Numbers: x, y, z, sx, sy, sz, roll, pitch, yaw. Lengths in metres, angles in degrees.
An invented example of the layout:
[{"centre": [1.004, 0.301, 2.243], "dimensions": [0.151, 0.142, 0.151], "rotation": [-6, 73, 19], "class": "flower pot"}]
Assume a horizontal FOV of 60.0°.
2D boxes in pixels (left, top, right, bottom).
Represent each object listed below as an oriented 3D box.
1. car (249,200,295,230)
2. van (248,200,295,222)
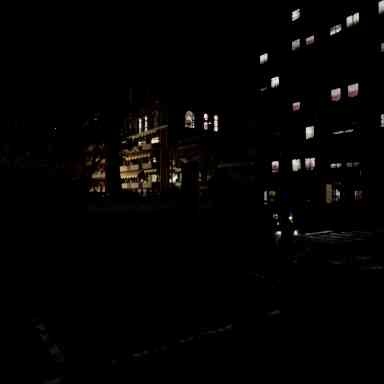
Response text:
[{"centre": [4.937, 1.605, 23.434], "dimensions": [2.097, 1.767, 4.553], "rotation": [0, -1, -36], "class": "car"}, {"centre": [7.155, 1.642, 30.201], "dimensions": [1.690, 1.788, 3.998], "rotation": [-1, 0, -36], "class": "van"}]
